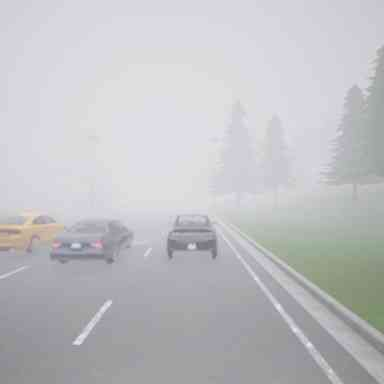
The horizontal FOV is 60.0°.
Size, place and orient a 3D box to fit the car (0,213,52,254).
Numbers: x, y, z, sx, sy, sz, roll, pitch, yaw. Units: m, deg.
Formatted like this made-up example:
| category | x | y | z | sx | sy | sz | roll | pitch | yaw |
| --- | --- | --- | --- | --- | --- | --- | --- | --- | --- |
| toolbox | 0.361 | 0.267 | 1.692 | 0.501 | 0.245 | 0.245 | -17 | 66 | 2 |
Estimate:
| category | x | y | z | sx | sy | sz | roll | pitch | yaw |
| --- | --- | --- | --- | --- | --- | --- | --- | --- | --- |
| car | -6.976 | 1.637 | 14.232 | 1.882 | 1.535 | 5.008 | 0 | 0 | 0 |

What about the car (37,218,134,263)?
| category | x | y | z | sx | sy | sz | roll | pitch | yaw |
| --- | --- | --- | --- | --- | --- | --- | --- | --- | --- |
| car | -3.489 | 1.688 | 12.520 | 2.033 | 1.411 | 5.357 | 0 | -1 | 0 |

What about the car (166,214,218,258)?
| category | x | y | z | sx | sy | sz | roll | pitch | yaw |
| --- | --- | --- | --- | --- | --- | --- | --- | --- | --- |
| car | 0.017 | 1.644 | 13.490 | 2.128 | 1.511 | 4.902 | 0 | 0 | 0 |
